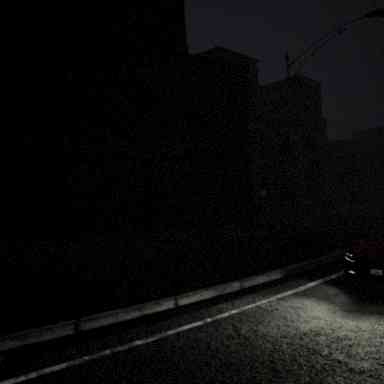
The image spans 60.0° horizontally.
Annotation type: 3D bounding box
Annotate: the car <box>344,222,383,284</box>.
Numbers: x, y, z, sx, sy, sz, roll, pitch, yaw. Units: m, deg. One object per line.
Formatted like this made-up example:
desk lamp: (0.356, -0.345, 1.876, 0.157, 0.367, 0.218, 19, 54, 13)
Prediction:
car: (5.936, 1.536, 9.184, 5.008, 1.535, 1.882, 0, -1, -44)
